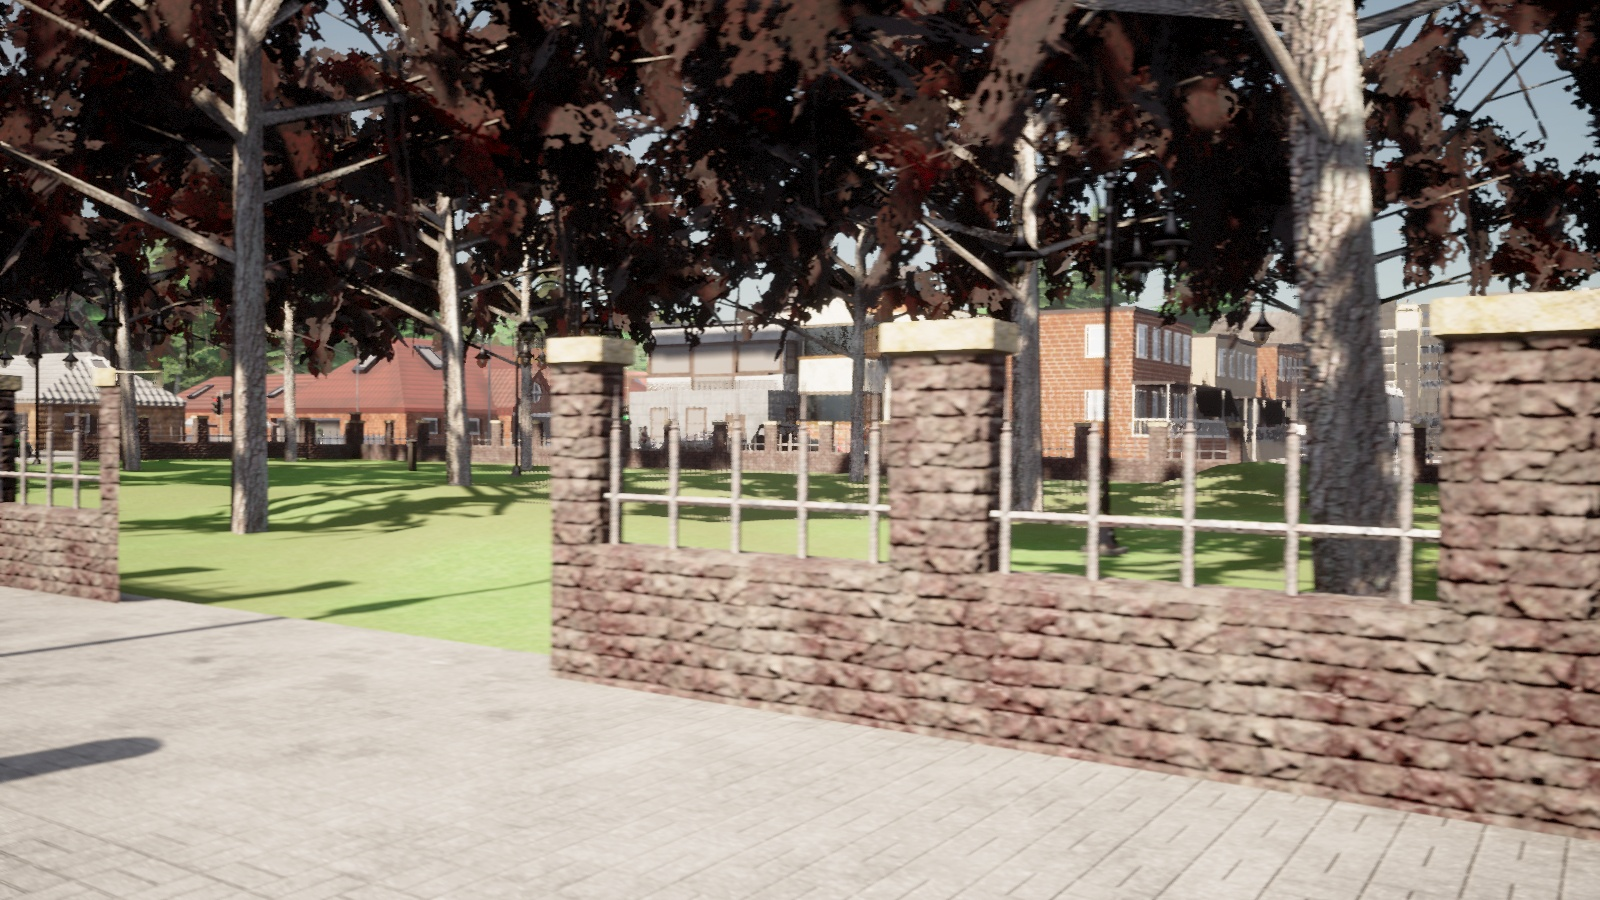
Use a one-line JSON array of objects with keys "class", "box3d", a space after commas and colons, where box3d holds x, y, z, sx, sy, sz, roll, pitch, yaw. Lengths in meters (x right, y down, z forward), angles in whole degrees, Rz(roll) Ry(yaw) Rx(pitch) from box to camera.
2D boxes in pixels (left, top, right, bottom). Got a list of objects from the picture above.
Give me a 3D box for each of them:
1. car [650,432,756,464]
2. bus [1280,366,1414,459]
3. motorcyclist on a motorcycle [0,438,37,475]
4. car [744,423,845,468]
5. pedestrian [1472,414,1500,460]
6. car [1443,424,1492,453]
[{"class": "car", "box3d": [-4.796, -0.117, 61.639, 4.902, 1.511, 2.128, 0, 1, 33]}, {"class": "bus", "box3d": [27.626, -1.761, 63.031, 3.944, 4.253, 10.273, 0, 0, 37]}, {"class": "motorcyclist on a motorcycle", "box3d": [-33.414, 0.285, 52.859, 0.797, 1.523, 2.044, 0, 1, 32]}, {"class": "car", "box3d": [-0.229, -0.211, 53.743, 3.866, 1.878, 1.905, 0, 1, 31]}, {"class": "pedestrian", "box3d": [28.931, -0.548, 52.956, 0.873, 1.952, 0.659, -1, 1, -27]}, {"class": "car", "box3d": [38.432, -0.679, 72.278, 2.033, 1.649, 4.856, 0, 1, 33]}]
